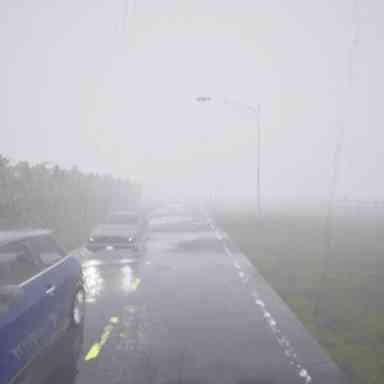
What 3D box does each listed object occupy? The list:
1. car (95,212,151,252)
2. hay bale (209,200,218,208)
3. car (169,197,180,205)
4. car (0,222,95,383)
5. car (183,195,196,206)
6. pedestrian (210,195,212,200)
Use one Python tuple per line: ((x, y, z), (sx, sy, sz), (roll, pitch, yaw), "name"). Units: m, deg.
((-2.859, 1.559, 14.189), (2.033, 1.411, 5.357), (0, 0, 0), "car")
((3.045, 1.698, 47.769), (1.220, 1.180, 1.240), (0, 0, -1), "hay bale")
((-3.233, 1.611, 61.334), (2.033, 1.411, 5.357), (0, 0, -2), "car")
((-2.856, 1.352, 3.847), (2.097, 1.767, 4.553), (0, 0, -1), "car")
((-0.273, 1.682, 56.587), (1.895, 1.301, 4.718), (0, 0, -2), "car")
((2.735, 1.321, 48.588), (0.375, 1.860, 0.375), (0, 0, -2), "pedestrian")
